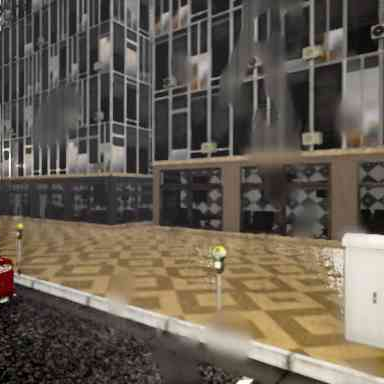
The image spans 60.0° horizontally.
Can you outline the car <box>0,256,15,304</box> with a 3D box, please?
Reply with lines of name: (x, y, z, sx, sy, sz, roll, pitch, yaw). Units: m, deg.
car: (-5.328, 1.498, 6.672, 4.507, 1.381, 1.887, 0, 0, 35)
